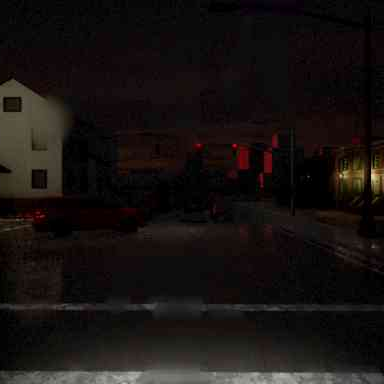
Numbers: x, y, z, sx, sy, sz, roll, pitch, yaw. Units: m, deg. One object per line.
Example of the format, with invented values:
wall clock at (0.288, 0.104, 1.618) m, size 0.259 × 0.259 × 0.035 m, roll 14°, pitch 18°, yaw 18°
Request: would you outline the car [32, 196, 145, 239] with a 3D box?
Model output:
car at (-5.278, 1.222, 17.353) m, size 5.566 × 2.045 × 2.150 m, roll 0°, pitch 1°, yaw -28°
